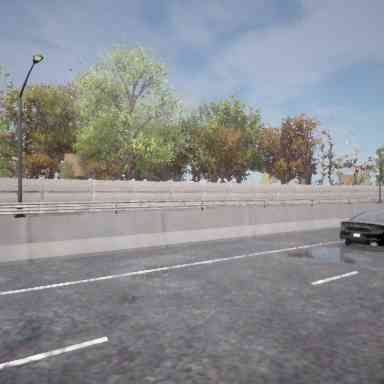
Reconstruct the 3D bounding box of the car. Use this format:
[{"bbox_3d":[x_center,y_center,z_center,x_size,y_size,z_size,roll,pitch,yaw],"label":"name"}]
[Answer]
[{"bbox_3d":[8.269,1.488,14.066,5.008,1.535,1.882,0,0,-35],"label":"car"}]
